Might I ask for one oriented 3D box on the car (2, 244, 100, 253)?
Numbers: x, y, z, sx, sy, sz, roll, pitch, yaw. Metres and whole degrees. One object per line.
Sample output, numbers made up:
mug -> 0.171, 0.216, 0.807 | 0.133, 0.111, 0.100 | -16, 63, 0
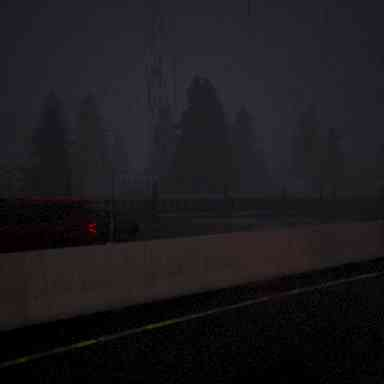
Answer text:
car -> -5.264, 1.194, 8.708 | 5.566, 2.045, 2.150 | 0, 0, -34
